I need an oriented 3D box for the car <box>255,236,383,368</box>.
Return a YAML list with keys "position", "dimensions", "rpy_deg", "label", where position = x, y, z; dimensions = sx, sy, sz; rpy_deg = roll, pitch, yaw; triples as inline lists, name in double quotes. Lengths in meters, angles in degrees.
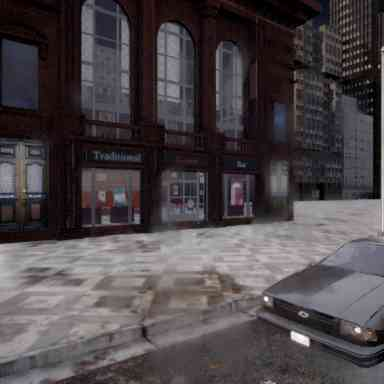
- position: [3.592, 1.547, 5.944]
  dimensions: [5.357, 1.411, 2.033]
  rpy_deg: [0, 0, -36]
  label: "car"
